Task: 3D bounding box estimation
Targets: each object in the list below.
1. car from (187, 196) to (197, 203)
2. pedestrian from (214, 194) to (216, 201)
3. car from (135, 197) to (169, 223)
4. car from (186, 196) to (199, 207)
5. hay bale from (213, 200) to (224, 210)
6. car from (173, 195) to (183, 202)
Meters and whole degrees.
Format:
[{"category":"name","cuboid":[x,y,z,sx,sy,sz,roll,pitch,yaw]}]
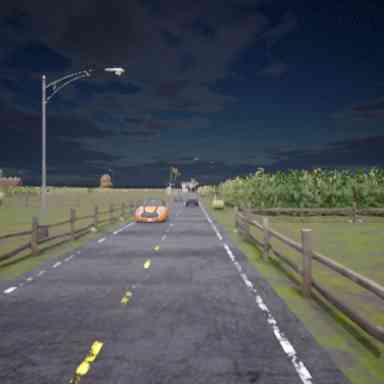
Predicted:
[{"category":"car","cuboid":[0.005,1.395,65.281,1.895,1.301,4.718,0,0,0]},{"category":"pedestrian","cuboid":[2.828,1.166,41.095,0.375,1.860,0.375,-1,1,-5]},{"category":"car","cuboid":[-2.845,1.280,24.547,2.097,1.767,4.553,0,0,0]},{"category":"car","cuboid":[0.015,1.352,48.944,1.837,1.490,4.892,0,1,0]},{"category":"hay bale","cuboid":[3.134,1.532,40.002,1.220,1.180,1.240,1,1,0]},{"category":"car","cuboid":[-2.756,1.315,65.872,1.837,1.490,4.892,0,0,0]}]
